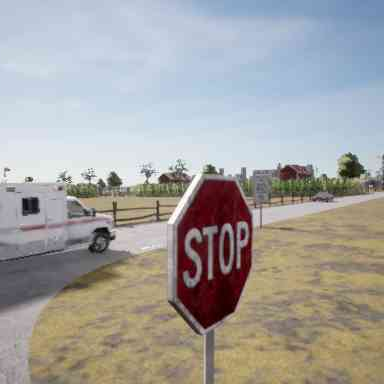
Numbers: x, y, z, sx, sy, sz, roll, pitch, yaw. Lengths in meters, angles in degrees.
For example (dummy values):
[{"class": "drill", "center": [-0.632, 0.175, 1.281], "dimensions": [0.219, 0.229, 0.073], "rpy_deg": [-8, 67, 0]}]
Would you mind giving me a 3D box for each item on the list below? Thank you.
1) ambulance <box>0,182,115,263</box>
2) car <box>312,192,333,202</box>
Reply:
[{"class": "ambulance", "center": [-5.259, 0.945, 9.857], "dimensions": [2.351, 2.431, 6.366], "rpy_deg": [0, 2, 36]}, {"class": "car", "center": [18.472, 0.704, 46.852], "dimensions": [1.994, 1.385, 4.181], "rpy_deg": [0, 1, 36]}]
